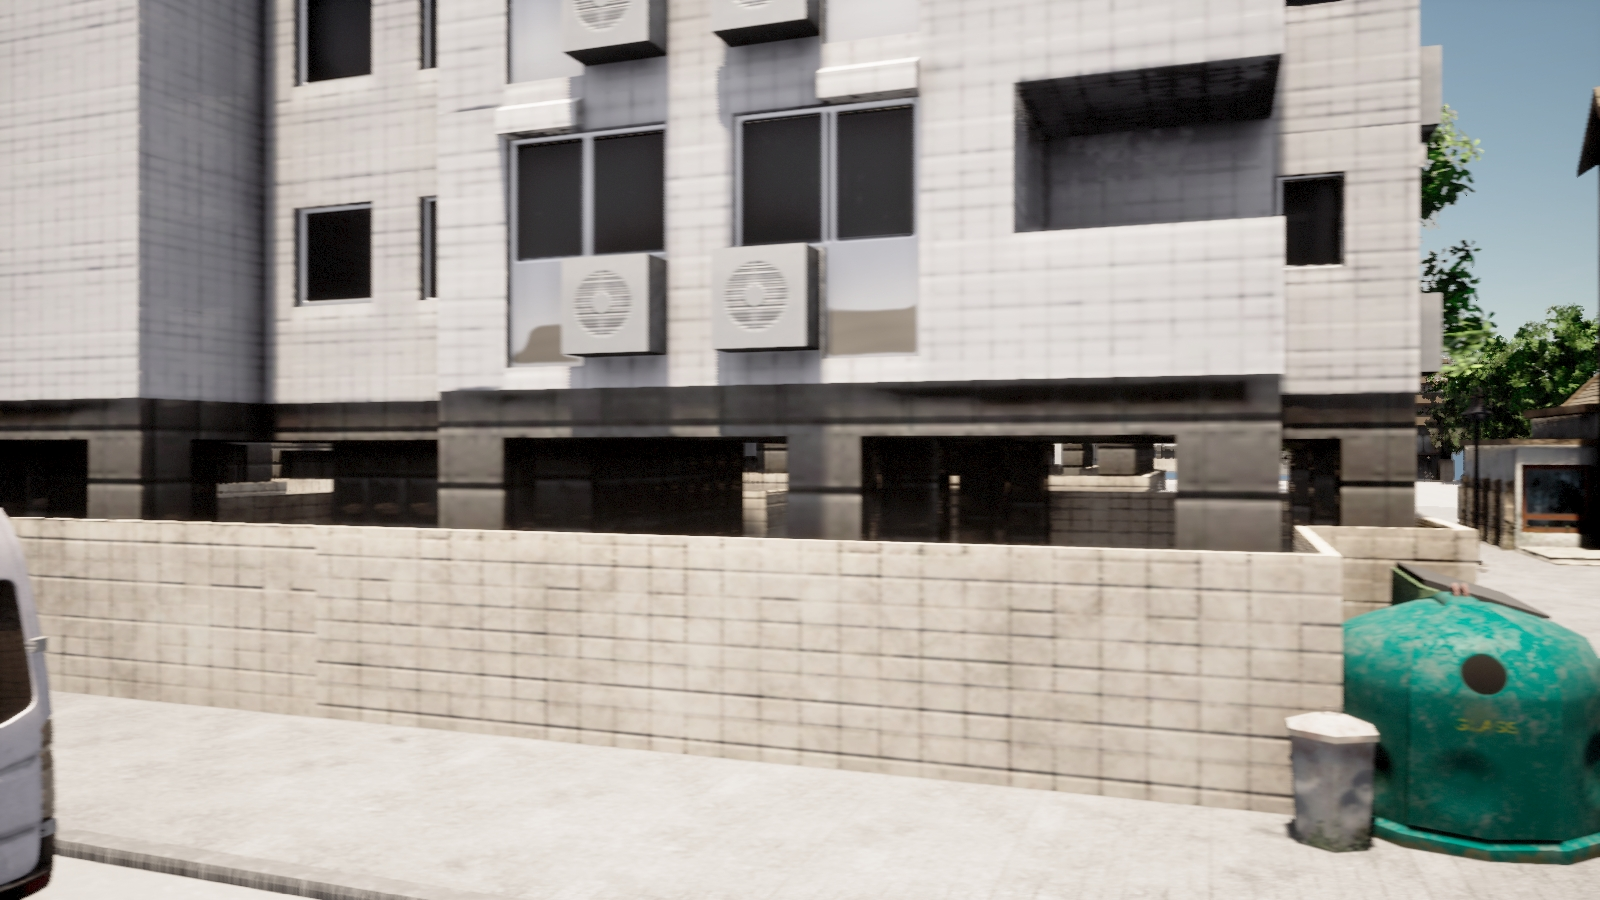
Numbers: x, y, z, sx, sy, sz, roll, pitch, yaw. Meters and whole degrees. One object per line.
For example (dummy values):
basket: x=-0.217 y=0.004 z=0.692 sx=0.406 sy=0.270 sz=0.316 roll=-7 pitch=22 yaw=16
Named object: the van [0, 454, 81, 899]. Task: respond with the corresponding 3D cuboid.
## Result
van: x=-7.136 y=1.313 z=6.441 sx=5.915 sy=2.561 sz=1.988 roll=0 pitch=0 yaw=20
